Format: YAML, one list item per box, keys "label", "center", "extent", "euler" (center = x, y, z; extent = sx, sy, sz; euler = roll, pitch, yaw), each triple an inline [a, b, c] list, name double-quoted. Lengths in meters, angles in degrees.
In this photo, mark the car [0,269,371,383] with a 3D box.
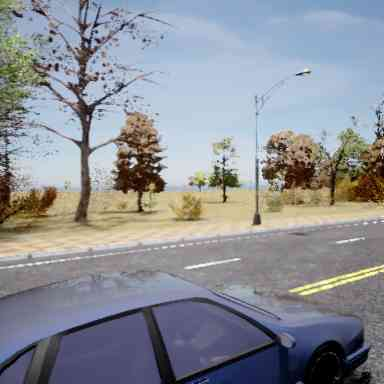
- label: "car"
  center: [-0.537, 1.521, 3.094]
  extent: [5.357, 1.411, 2.033]
  euler: [-1, 1, -35]
